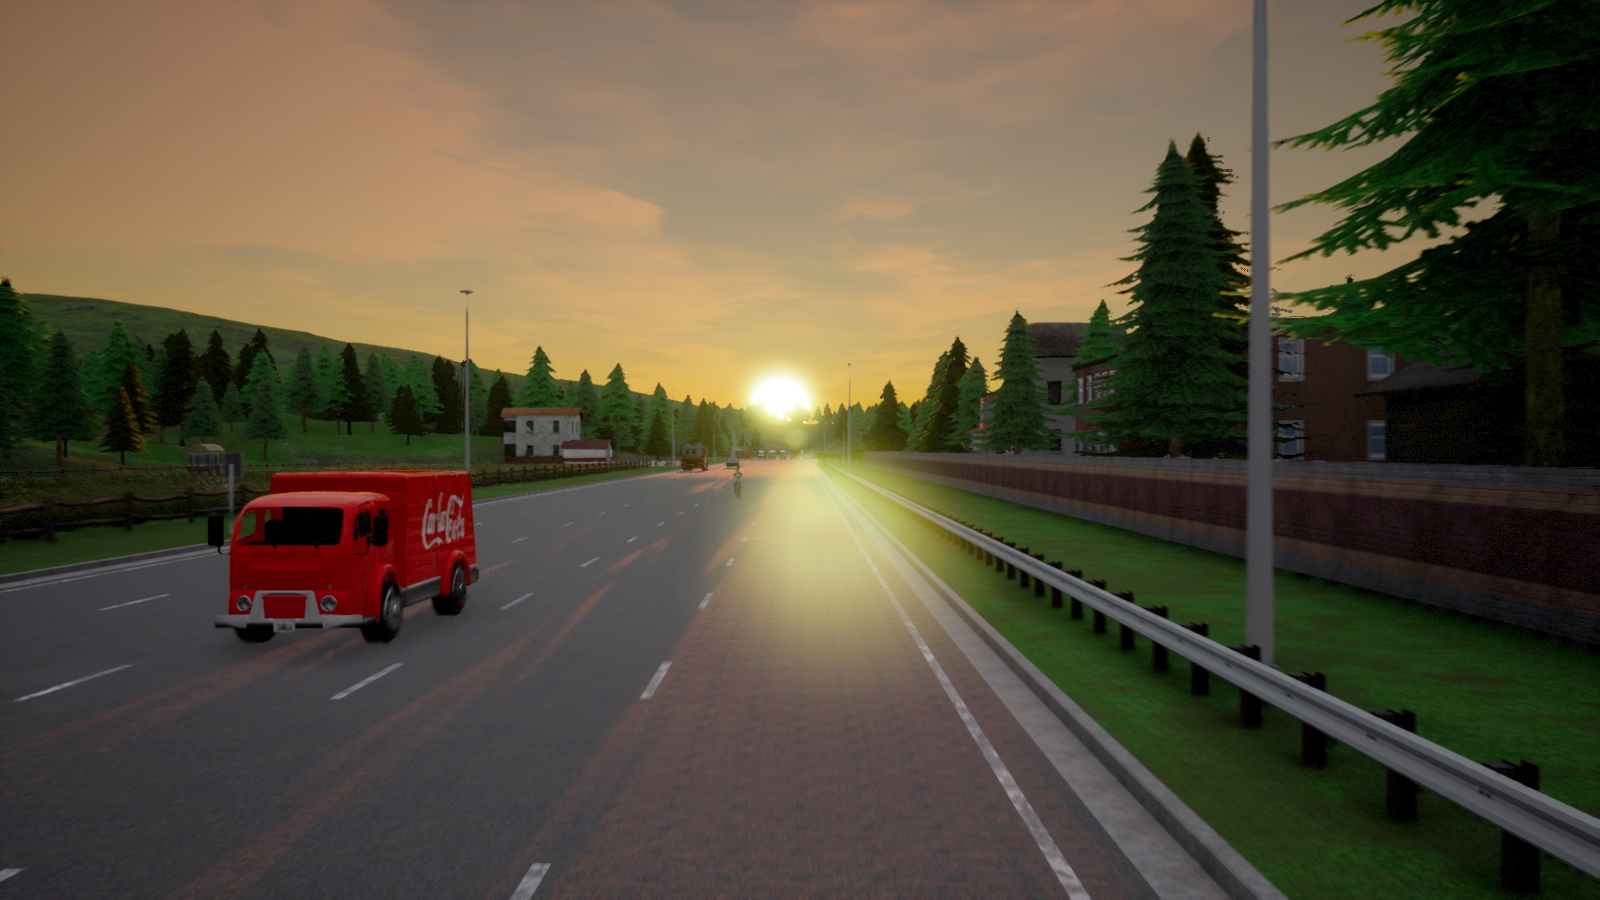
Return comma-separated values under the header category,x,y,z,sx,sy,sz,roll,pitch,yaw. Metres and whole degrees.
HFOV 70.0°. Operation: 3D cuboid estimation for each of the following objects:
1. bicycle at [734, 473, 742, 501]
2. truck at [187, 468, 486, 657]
category,x,y,z,sx,sy,sz,roll,pitch,yaw
bicycle,-3.493,2.055,64.121,0.373,1.496,1.643,0,0,0
truck,-6.998,1.568,18.098,2.627,2.467,5.204,0,0,0
